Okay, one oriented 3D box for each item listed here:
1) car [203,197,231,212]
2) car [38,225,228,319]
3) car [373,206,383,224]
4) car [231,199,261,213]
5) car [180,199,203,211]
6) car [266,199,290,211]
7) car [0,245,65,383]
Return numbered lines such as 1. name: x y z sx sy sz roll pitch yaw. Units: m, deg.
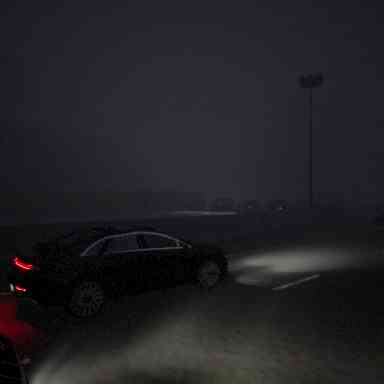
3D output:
1. car: 3.520 1.438 40.277 2.097 1.767 4.553 0 0 27
2. car: -1.307 1.500 7.441 4.902 1.511 2.128 1 0 -38
3. car: 14.837 1.683 24.903 1.895 1.301 4.718 0 0 34
4. car: 6.611 1.595 38.645 1.837 1.490 4.892 0 0 28
5. car: 0.483 1.628 41.766 2.033 1.411 5.357 0 0 29
6. car: 9.547 1.598 36.735 1.837 1.490 4.892 0 0 28
7. car: -3.281 1.348 1.649 4.553 1.767 2.097 0 0 -35
